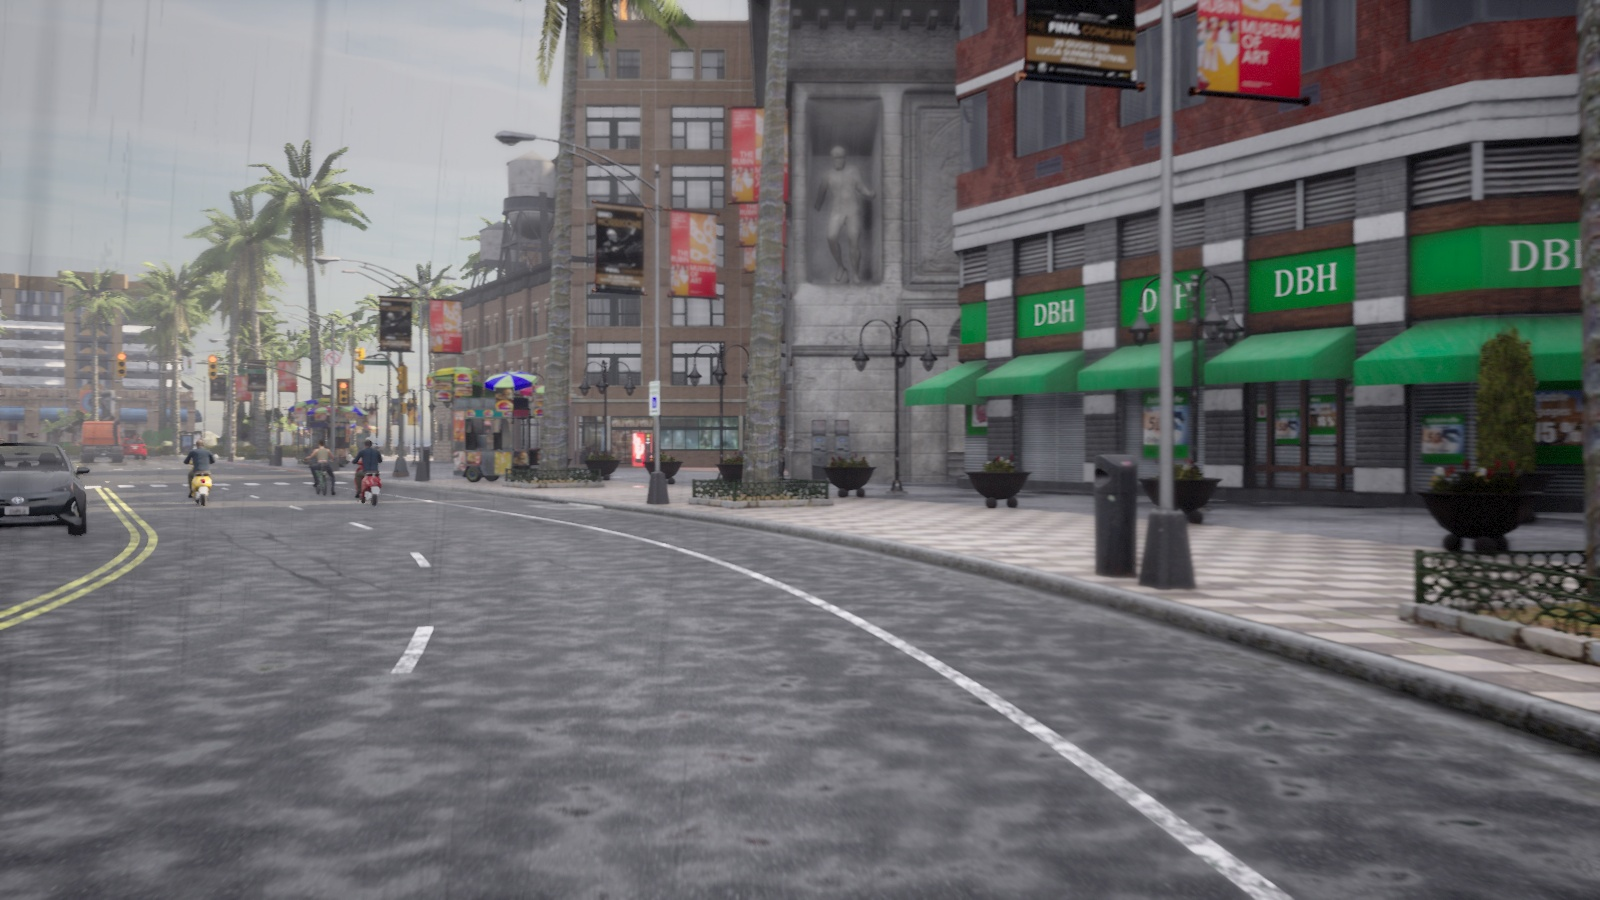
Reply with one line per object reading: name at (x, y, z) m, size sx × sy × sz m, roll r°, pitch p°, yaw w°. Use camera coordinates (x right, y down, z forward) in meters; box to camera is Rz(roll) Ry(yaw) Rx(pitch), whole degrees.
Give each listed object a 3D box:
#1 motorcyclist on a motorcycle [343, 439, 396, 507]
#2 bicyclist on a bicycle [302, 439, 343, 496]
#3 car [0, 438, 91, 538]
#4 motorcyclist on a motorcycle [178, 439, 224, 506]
motorcyclist on a motorcycle at (-10.488, 0.528, 30.549) m, size 0.866 × 1.590 × 1.817 m, roll 0°, pitch 1°, yaw -30°
bicyclist on a bicycle at (-13.732, 0.481, 36.100) m, size 0.866 × 1.612 × 1.509 m, roll 0°, pitch 0°, yaw -31°
car at (-13.240, 0.574, 21.379) m, size 2.007 × 1.525 × 4.514 m, roll 0°, pitch 0°, yaw -30°
motorcyclist on a motorcycle at (-14.690, 0.528, 30.792) m, size 0.866 × 1.590 × 1.817 m, roll 0°, pitch 0°, yaw -30°
